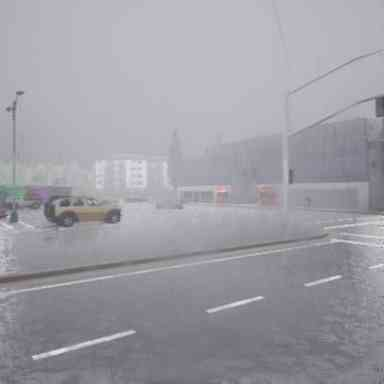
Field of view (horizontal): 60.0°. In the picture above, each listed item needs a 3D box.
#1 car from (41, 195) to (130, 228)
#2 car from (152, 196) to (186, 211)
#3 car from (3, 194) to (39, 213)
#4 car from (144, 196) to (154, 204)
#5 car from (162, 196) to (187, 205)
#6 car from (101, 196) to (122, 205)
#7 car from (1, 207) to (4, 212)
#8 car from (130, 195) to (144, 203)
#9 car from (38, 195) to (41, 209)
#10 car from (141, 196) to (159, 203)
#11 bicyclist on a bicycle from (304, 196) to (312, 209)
[{"bbox_3d":[-6.587,1.146,20.724,4.605,1.855,1.932,0,0,-35],"label":"car"},{"bbox_3d":[-2.753,1.541,40.467,1.994,1.385,4.181,0,0,-34],"label":"car"},{"bbox_3d":[-19.580,1.149,39.116,3.866,1.878,1.905,0,0,-35],"label":"car"},{"bbox_3d":[-6.007,1.570,58.180,1.895,1.301,4.718,0,0,-33],"label":"car"},{"bbox_3d":[-3.213,1.513,60.297,2.033,1.411,5.357,0,0,-34],"label":"car"},{"bbox_3d":[-14.015,1.462,57.450,1.882,1.535,5.008,0,0,-34],"label":"car"},{"bbox_3d":[-21.243,1.388,41.485,3.806,1.475,1.970,0,0,-35],"label":"car"},{"bbox_3d":[-11.622,1.446,66.458,1.882,1.535,5.008,0,0,-34],"label":"car"},{"bbox_3d":[-8.214,1.149,23.118,3.866,1.878,1.905,0,0,-35],"label":"car"},{"bbox_3d":[-8.714,1.472,68.407,1.812,1.442,4.674,0,0,-34],"label":"car"},{"bbox_3d":[14.534,1.265,41.577,1.656,1.620,0.582,0,0,-34],"label":"bicyclist on a bicycle"}]
